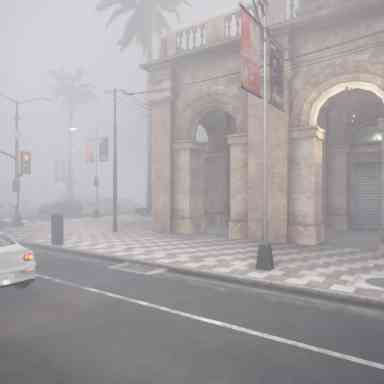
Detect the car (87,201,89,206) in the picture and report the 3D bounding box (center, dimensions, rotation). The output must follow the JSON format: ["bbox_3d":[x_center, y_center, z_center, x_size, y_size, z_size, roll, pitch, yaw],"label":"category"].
[{"bbox_3d":[-14.809,1.505,38.287,1.837,1.490,4.892,0,0,36],"label":"car"}]

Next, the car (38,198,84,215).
[{"bbox_3d":[-13.370,1.564,33.942,1.994,1.385,4.181,0,0,36],"label":"car"}]

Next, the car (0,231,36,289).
[{"bbox_3d":[-5.527,1.526,7.900,4.674,1.442,1.812,0,0,36],"label":"car"}]

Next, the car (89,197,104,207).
[{"bbox_3d":[-13.786,1.513,51.035,2.161,1.482,4.786,0,0,35],"label":"car"}]

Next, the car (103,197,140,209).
[{"bbox_3d":[-9.410,1.601,45.822,1.895,1.301,4.718,0,0,36],"label":"car"}]
